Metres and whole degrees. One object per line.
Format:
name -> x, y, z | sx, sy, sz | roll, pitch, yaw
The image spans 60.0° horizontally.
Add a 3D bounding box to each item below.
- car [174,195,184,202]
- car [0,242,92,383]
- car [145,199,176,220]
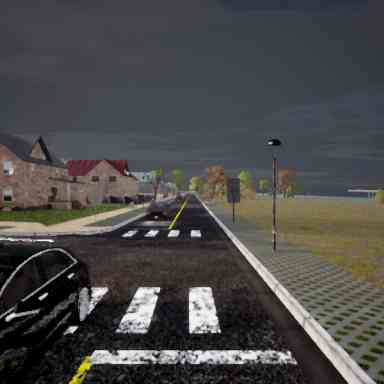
car -> -2.707, 1.445, 70.713 | 1.837, 1.490, 4.892 | 0, 0, 0
car -> -2.743, 1.531, 4.262 | 1.837, 1.490, 4.892 | 0, 0, 0
car -> -2.734, 1.541, 28.213 | 2.033, 1.411, 5.357 | 0, 0, 0
